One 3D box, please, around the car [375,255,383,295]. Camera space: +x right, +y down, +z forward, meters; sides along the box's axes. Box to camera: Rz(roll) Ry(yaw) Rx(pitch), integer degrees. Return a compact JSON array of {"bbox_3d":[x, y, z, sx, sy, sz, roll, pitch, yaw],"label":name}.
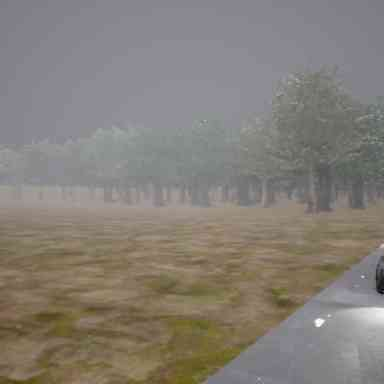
[{"bbox_3d":[5.695,1.576,7.806,1.994,1.385,4.181,0,0,37],"label":"car"}]
